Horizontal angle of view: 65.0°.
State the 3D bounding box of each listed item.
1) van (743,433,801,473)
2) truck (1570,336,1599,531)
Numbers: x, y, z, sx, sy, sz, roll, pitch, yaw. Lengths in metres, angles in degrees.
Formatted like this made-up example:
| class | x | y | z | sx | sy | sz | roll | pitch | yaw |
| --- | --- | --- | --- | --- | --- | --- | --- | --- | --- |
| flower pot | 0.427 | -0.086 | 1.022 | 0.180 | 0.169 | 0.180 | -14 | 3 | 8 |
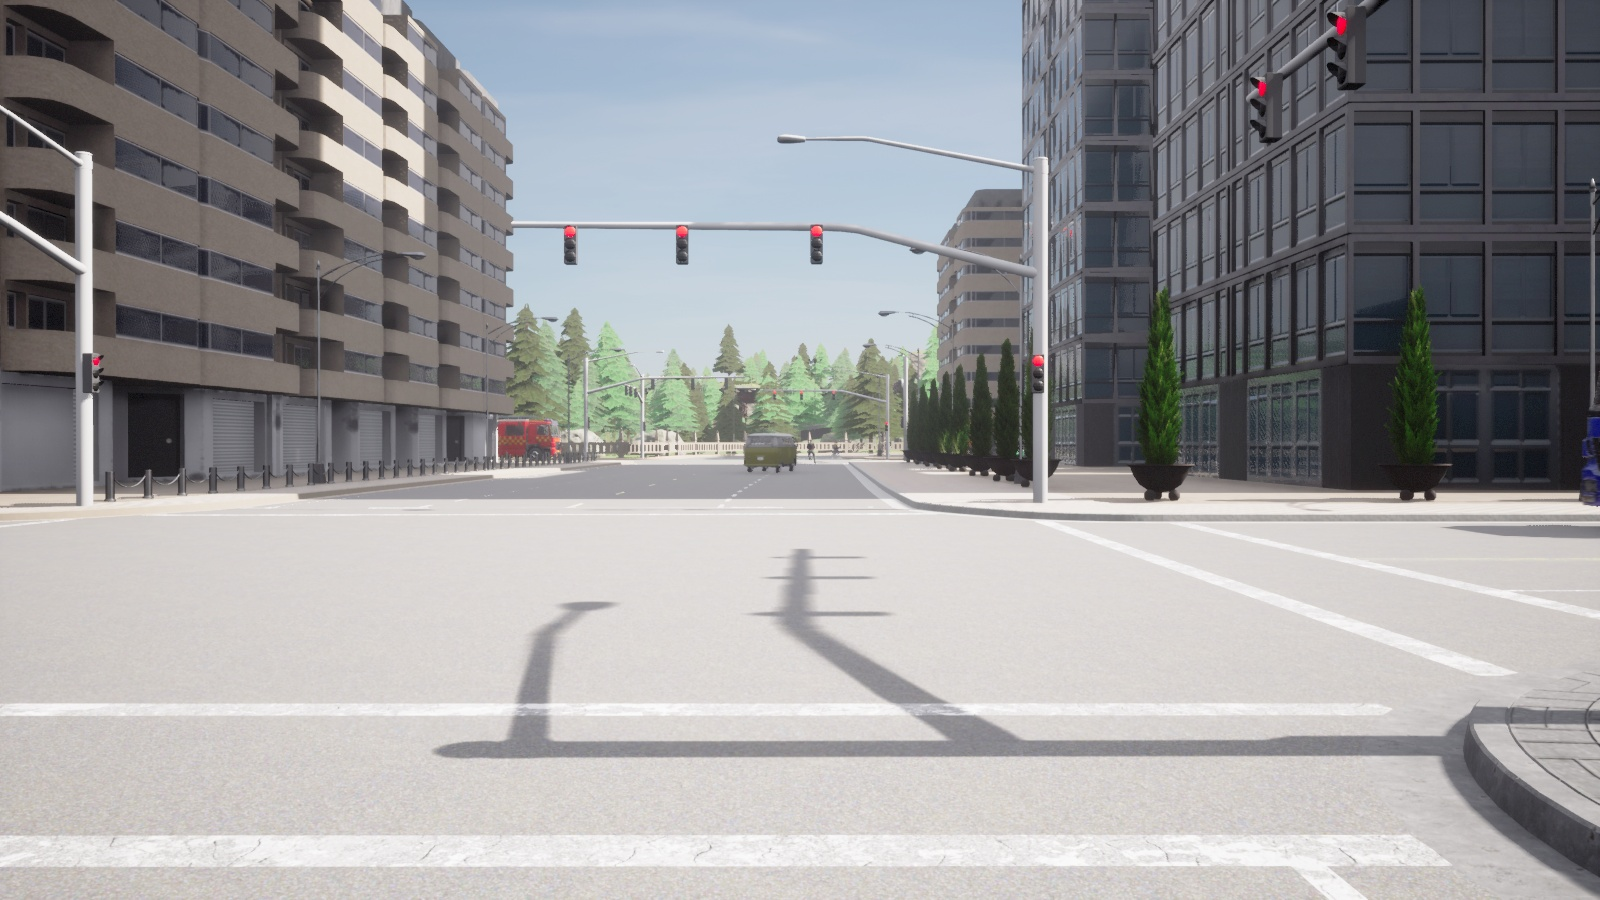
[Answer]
| class | x | y | z | sx | sy | sz | roll | pitch | yaw |
| --- | --- | --- | --- | --- | --- | --- | --- | --- | --- |
| van | -1.392 | 0.138 | 63.728 | 1.775 | 1.987 | 4.442 | 0 | 0 | 15 |
| truck | 18.207 | -0.288 | 21.748 | 7.936 | 3.462 | 2.891 | 0 | 0 | 1 |
